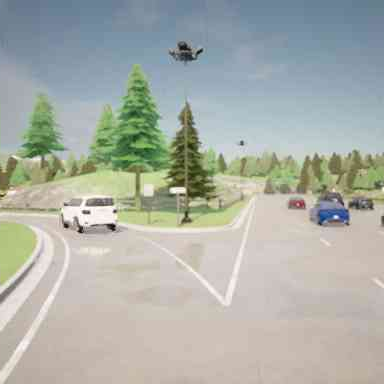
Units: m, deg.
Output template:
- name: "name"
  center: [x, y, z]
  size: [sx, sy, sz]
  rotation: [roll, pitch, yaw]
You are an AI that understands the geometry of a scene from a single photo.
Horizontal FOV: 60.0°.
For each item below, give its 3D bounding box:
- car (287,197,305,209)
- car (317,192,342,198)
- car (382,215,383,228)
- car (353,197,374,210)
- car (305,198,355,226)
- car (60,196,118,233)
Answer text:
- name: "car"
  center: [13.055, 1.333, 41.794]
  size: [1.882, 1.535, 5.008]
  rotation: [0, 0, 11]
- name: "car"
  center: [16.042, 1.064, 38.858]
  size: [2.150, 2.045, 5.566]
  rotation: [0, 0, 11]
- name: "car"
  center: [11.946, 1.426, 18.010]
  size: [1.812, 1.442, 4.674]
  rotation: [0, 0, 11]
- name: "car"
  center: [19.594, 1.313, 38.774]
  size: [2.128, 1.511, 4.902]
  rotation: [0, 0, 11]
- name: "car"
  center: [9.337, 1.385, 22.883]
  size: [1.882, 1.535, 5.008]
  rotation: [0, 0, 11]
- name: "car"
  center: [-6.290, 1.229, 20.013]
  size: [2.150, 2.045, 5.566]
  rotation: [0, 0, -34]
